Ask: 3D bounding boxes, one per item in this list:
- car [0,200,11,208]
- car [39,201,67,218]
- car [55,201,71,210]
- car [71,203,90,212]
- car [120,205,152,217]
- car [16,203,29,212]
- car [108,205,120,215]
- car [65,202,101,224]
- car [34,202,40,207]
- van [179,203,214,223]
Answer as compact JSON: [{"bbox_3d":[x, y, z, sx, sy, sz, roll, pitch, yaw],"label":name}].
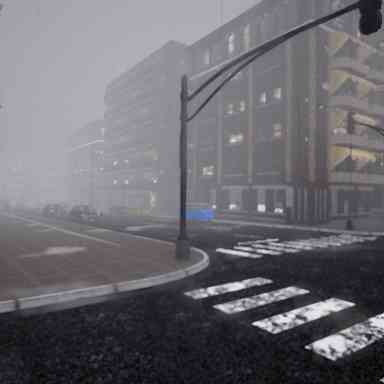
[{"bbox_3d":[-42.847,2.793,76.367,2.192,1.841,5.009,0,-1,-36],"label":"car"},{"bbox_3d":[-16.458,2.170,39.746,1.967,1.590,4.097,0,-1,-36],"label":"car"},{"bbox_3d":[-26.204,2.736,67.492,1.967,1.590,4.097,0,-1,-36],"label":"car"},{"bbox_3d":[-19.706,2.638,58.474,1.752,1.417,4.829,0,-1,-36],"label":"car"},{"bbox_3d":[-6.512,2.265,40.165,1.752,1.417,4.829,0,-1,-36],"label":"car"},{"bbox_3d":[-29.551,2.626,57.917,1.752,1.417,4.829,0,-1,-36],"label":"car"},{"bbox_3d":[-9.710,2.395,44.603,1.947,1.339,4.313,0,-1,-36],"label":"car"},{"bbox_3d":[-9.861,1.985,30.591,1.967,1.590,4.097,0,-1,-36],"label":"car"},{"bbox_3d":[-39.396,3.238,85.800,1.947,1.339,4.313,0,-1,-36],"label":"car"},{"bbox_3d":[0.320,1.895,30.973,1.690,1.788,3.998,0,-1,-36],"label":"van"}]
